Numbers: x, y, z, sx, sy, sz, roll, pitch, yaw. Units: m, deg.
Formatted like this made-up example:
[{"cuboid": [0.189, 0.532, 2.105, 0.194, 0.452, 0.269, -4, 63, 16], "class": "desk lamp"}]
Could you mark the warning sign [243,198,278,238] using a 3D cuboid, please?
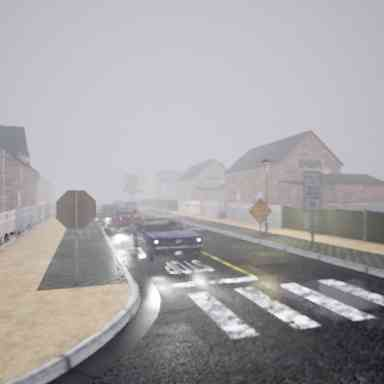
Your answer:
[{"cuboid": [3.372, 1.228, 16.445, 1.300, 1.860, 1.060, -1, -1, -18], "class": "warning sign"}]

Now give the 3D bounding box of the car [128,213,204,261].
[{"cuboid": [-1.114, 1.703, 12.940, 1.895, 1.301, 4.718, 0, -1, -18], "class": "car"}]

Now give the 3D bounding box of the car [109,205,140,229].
[{"cuboid": [-4.471, 1.817, 23.268, 1.895, 1.301, 4.718, 0, -1, -18], "class": "car"}]

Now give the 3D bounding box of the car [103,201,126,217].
[{"cuboid": [-8.671, 1.939, 36.227, 1.994, 1.385, 4.181, 0, -1, -18], "class": "car"}]

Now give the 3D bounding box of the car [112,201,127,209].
[{"cuboid": [-12.765, 2.243, 58.294, 2.033, 1.411, 5.357, 0, -1, -18], "class": "car"}]

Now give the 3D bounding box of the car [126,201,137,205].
[{"cuboid": [-8.474, 1.988, 45.114, 1.837, 1.490, 4.892, 0, -1, -18], "class": "car"}]
